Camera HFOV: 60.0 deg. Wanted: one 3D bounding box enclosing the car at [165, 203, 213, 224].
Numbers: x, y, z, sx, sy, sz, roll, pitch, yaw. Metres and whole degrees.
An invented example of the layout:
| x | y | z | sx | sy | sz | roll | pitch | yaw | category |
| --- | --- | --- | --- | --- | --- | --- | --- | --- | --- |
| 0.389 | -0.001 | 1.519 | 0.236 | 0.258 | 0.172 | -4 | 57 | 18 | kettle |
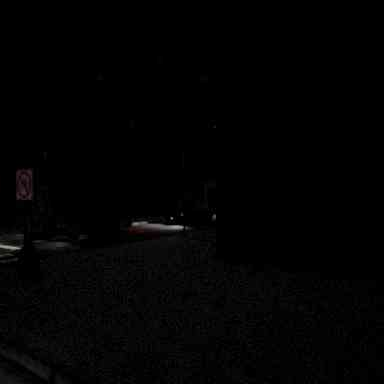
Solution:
| x | y | z | sx | sy | sz | roll | pitch | yaw | category |
| --- | --- | --- | --- | --- | --- | --- | --- | --- | --- |
| -0.080 | 1.582 | 25.443 | 1.812 | 1.442 | 4.674 | 0 | 0 | 35 | car |

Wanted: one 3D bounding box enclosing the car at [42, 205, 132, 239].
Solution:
| x | y | z | sx | sy | sz | roll | pitch | yaw | category |
| --- | --- | --- | --- | --- | --- | --- | --- | --- | --- |
| -5.459 | 1.516 | 17.892 | 1.882 | 1.535 | 5.008 | 0 | 0 | 35 | car |
